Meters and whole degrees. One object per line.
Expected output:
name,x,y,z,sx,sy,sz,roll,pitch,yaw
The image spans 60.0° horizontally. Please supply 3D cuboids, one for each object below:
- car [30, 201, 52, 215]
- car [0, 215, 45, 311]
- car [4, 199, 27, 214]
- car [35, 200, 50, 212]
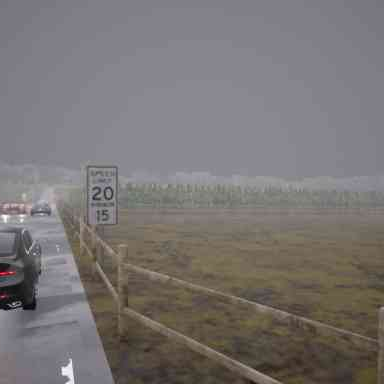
car,-16.400,1.796,36.170,1.994,1.385,4.181,0,-1,-22
car,-4.407,1.517,7.396,1.837,1.490,4.892,0,0,-23
car,-20.565,1.644,38.844,2.097,1.767,4.553,0,-1,-23
car,-20.272,1.896,45.265,1.812,1.442,4.674,0,-1,-23
